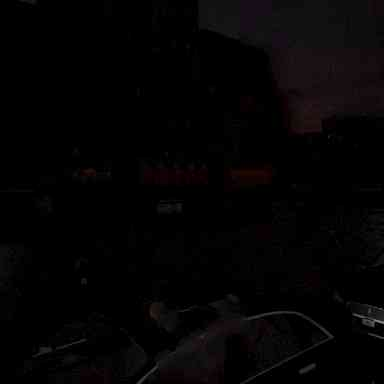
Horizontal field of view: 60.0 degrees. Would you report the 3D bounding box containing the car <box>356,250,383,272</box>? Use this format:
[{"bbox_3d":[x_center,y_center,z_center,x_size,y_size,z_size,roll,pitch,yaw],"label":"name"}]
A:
[{"bbox_3d":[4.188,1.549,5.817,4.403,1.369,2.008,0,-2,-35],"label":"car"}]

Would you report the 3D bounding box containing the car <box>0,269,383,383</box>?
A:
[{"bbox_3d":[-0.251,1.550,2.656,4.403,1.369,2.008,0,-2,-35],"label":"car"}]
